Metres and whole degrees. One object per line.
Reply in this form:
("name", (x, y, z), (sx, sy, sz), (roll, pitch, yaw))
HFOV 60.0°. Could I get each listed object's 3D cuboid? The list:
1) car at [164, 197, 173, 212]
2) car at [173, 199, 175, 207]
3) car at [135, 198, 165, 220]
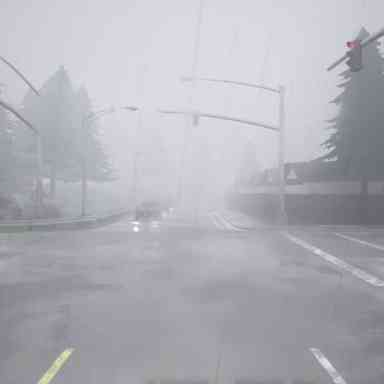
("car", (-3.588, 1.564, 37.947), (1.994, 1.385, 4.181), (0, 0, 0))
("car", (-3.502, 1.504, 48.302), (1.837, 1.490, 4.892), (0, 0, 2))
("car", (-3.596, 1.505, 28.033), (1.837, 1.490, 4.892), (0, 0, 0))
